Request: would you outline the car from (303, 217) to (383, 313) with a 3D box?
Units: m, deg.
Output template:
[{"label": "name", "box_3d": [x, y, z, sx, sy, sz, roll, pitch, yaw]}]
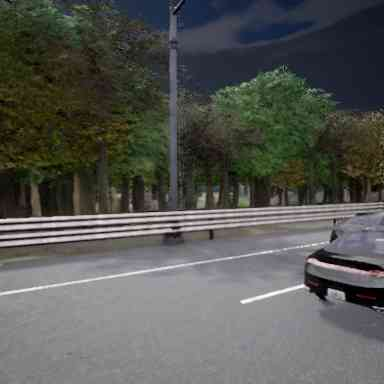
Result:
[{"label": "car", "box_3d": [4.382, 1.475, 6.926, 4.902, 1.511, 2.128, 0, 0, -35]}]

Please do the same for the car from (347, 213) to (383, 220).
[{"label": "car", "box_3d": [7.471, 1.529, 13.397, 4.181, 1.385, 1.994, 0, 0, -35]}]
